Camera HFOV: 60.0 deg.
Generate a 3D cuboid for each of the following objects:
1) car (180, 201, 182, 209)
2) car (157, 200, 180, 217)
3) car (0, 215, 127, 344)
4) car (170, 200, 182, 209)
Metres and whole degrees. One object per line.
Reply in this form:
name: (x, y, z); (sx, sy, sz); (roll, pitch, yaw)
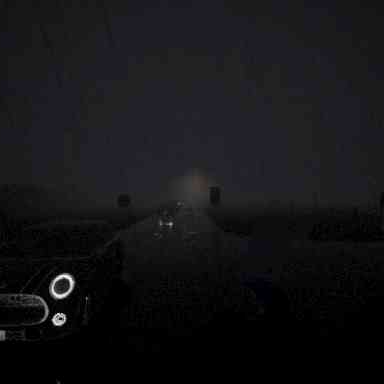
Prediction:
car: (-2.772, 2.127, 48.061); (1.812, 1.442, 4.674); (0, -1, 0)
car: (-2.767, 1.961, 36.701); (2.128, 1.511, 4.902); (0, -1, 0)
car: (-2.752, 1.443, 6.911); (2.097, 1.767, 4.553); (0, -1, 0)
car: (-2.777, 2.151, 58.948); (1.837, 1.490, 4.892); (0, 0, 0)
